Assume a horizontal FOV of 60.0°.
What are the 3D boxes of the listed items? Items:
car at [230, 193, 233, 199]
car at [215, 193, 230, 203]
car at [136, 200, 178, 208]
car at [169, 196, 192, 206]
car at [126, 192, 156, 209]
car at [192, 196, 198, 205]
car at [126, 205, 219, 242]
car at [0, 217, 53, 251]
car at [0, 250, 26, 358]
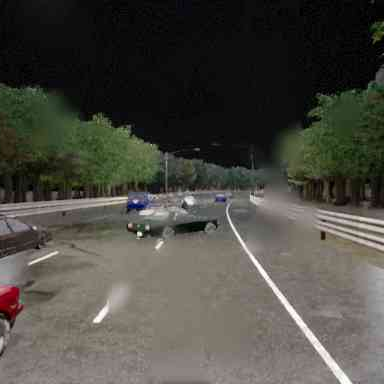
[{"bbox_3d":[8.412,0.872,77.097,1.994,1.385,4.181,0,1,12],"label":"car"},{"bbox_3d":[5.324,1.108,60.449,1.882,1.535,5.008,0,1,11],"label":"car"},{"bbox_3d":[-2.470,1.491,24.515,1.895,1.301,4.718,0,0,4],"label":"car"},{"bbox_3d":[-1.541,1.320,35.303,2.128,1.511,4.902,0,0,6],"label":"car"},{"bbox_3d":[-5.053,1.058,33.999,2.150,2.045,5.566,0,0,5],"label":"car"},{"bbox_3d":[-0.320,1.291,46.093,1.812,1.442,4.674,0,0,7],"label":"car"},{"bbox_3d":[-0.761,1.539,16.250,1.895,1.301,4.718,0,0,43],"label":"car"},{"bbox_3d":[-6.606,1.515,10.956,2.033,1.411,5.357,0,0,2],"label":"car"},{"bbox_3d":[-3.463,1.596,2.823,1.895,1.301,4.718,0,0,1],"label":"car"}]
